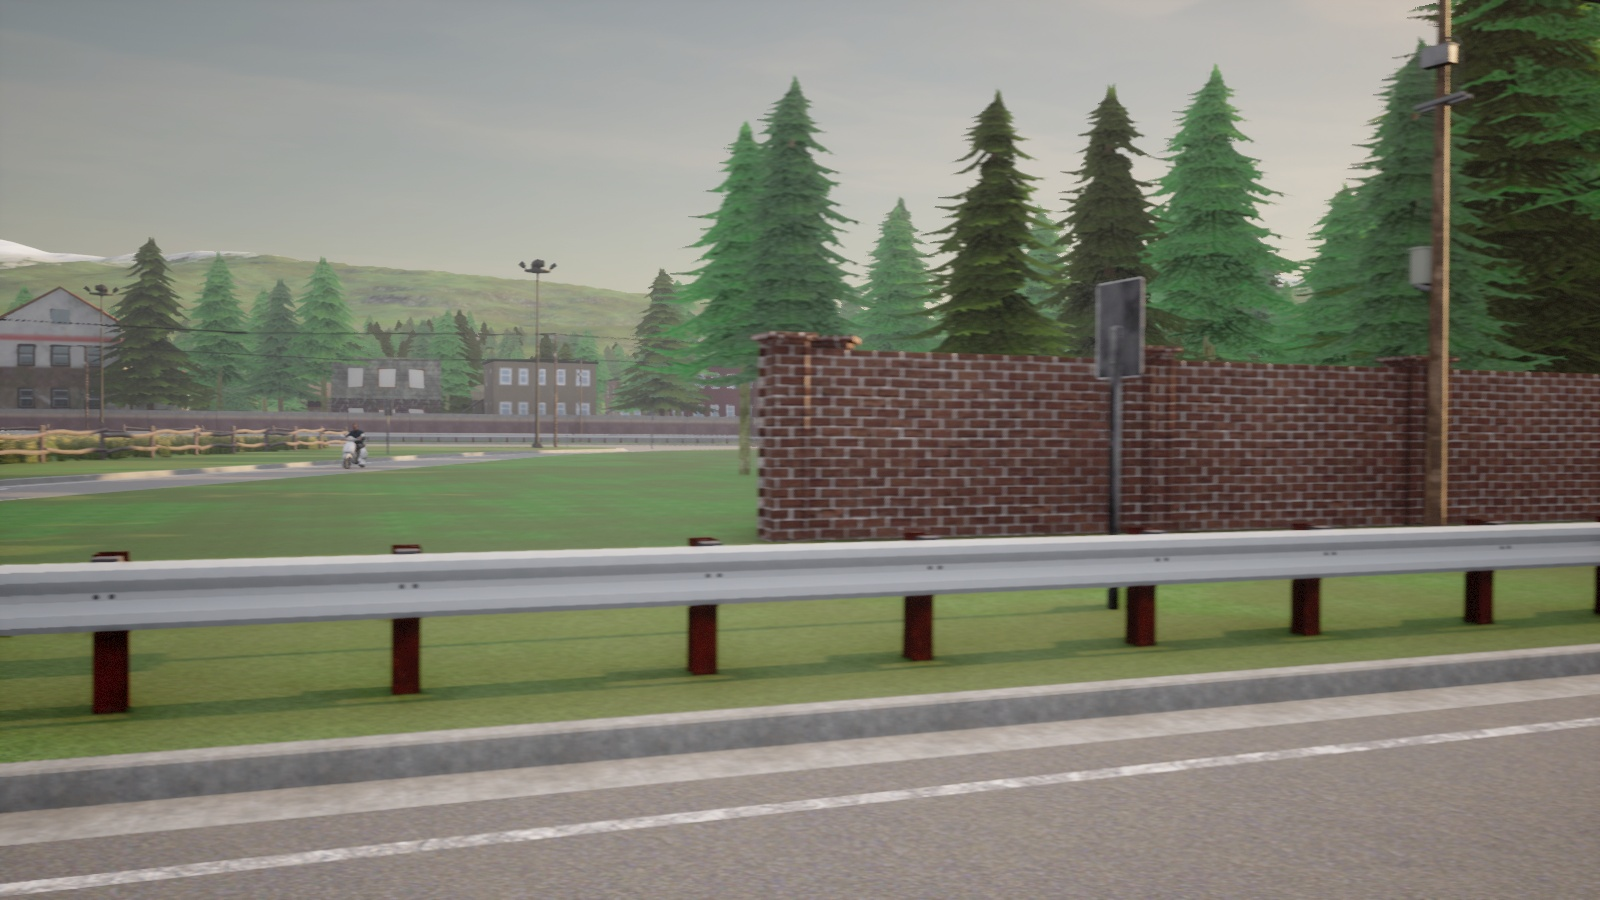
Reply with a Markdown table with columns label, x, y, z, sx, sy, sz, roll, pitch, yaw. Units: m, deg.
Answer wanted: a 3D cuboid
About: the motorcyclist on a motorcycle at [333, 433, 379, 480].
| label | x | y | z | sx | sy | sz | roll | pitch | yaw |
| --- | --- | --- | --- | --- | --- | --- | --- | --- | --- |
| motorcyclist on a motorcycle | -15.413 | 0.203 | 43.665 | 0.866 | 1.590 | 1.817 | -1 | 1 | 3 |
